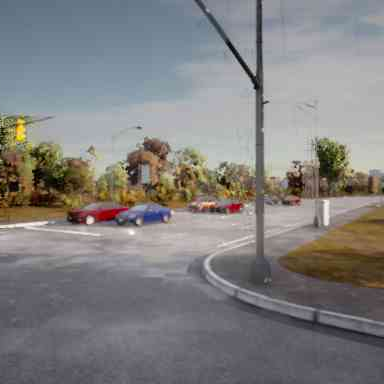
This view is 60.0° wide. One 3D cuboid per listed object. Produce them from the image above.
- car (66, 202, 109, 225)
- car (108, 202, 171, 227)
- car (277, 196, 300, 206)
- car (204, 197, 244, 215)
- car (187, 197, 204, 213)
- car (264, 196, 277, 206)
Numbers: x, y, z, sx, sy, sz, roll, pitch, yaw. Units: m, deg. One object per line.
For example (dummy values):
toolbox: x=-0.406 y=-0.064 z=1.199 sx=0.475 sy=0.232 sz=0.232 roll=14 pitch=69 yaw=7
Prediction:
car: x=-6.753 y=1.484 z=24.320 sx=1.882 sy=1.535 sz=5.008 roll=0 pitch=0 yaw=33
car: x=-3.282 y=1.519 z=23.222 sx=1.812 sy=1.442 sz=4.674 roll=0 pitch=0 yaw=33
car: x=15.317 y=1.369 z=51.518 sx=1.882 sy=1.535 sz=5.008 roll=0 pitch=0 yaw=34
car: x=3.522 y=1.433 z=33.640 sx=1.882 sy=1.535 sz=5.008 roll=0 pitch=1 yaw=33
car: x=1.314 y=1.313 z=36.659 sx=2.097 sy=1.767 sz=4.553 roll=0 pitch=0 yaw=33
car: x=12.636 y=1.395 z=53.805 sx=2.128 sy=1.511 sz=4.902 roll=0 pitch=0 yaw=33
